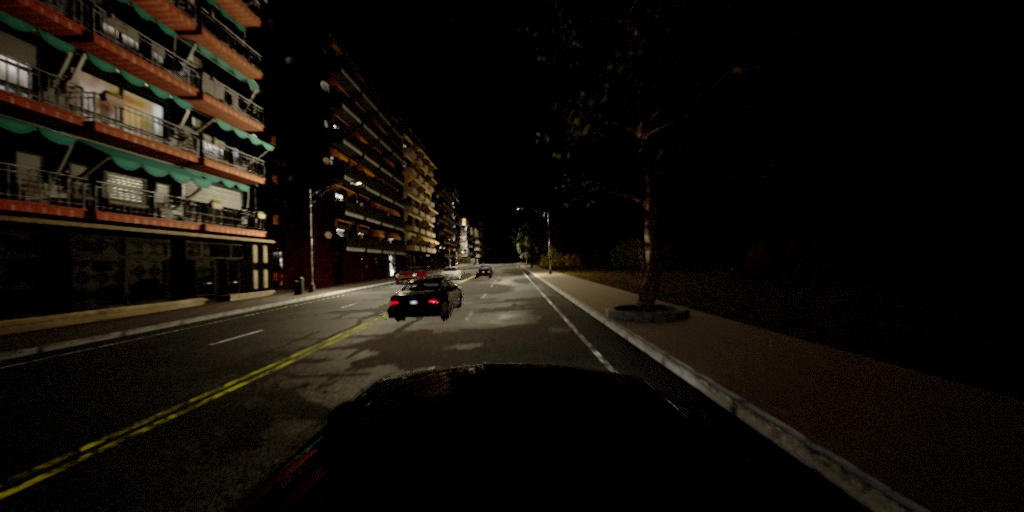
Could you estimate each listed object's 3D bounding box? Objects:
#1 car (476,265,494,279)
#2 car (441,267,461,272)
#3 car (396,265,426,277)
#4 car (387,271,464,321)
[{"bbox_3d":[-3.117,1.796,41.324,2.033,1.411,5.357,-2,-1,0],"label":"car"},{"bbox_3d":[-6.544,1.874,38.812,1.812,1.442,4.674,-2,-1,0],"label":"car"},{"bbox_3d":[-9.797,1.783,35.092,2.097,1.767,4.553,-2,-1,0],"label":"car"},{"bbox_3d":[-3.075,1.526,13.697,2.033,1.411,5.357,-2,-1,0],"label":"car"}]
